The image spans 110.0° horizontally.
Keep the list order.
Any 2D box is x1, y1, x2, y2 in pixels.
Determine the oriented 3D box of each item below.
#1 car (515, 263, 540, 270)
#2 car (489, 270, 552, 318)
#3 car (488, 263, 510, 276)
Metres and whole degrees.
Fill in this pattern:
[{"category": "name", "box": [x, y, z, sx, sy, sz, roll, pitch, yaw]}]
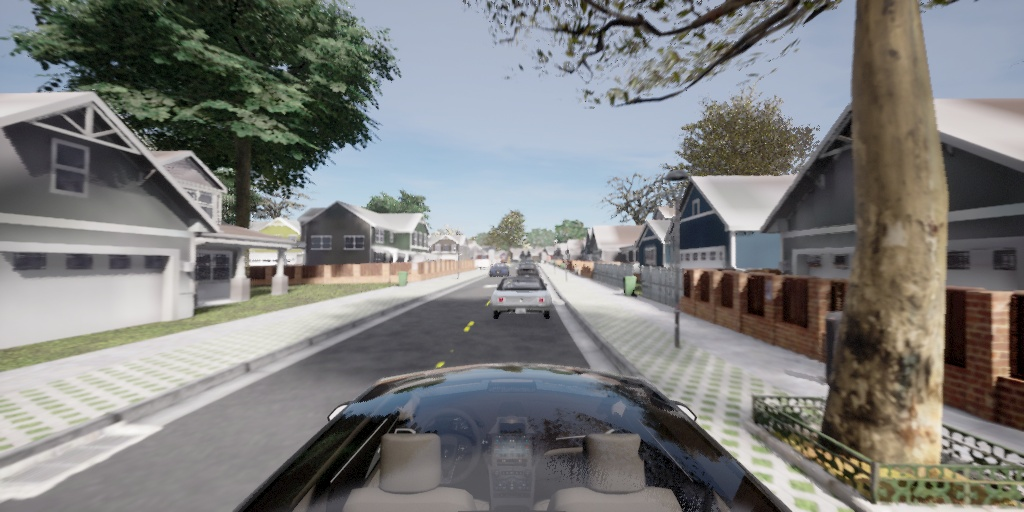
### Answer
[{"category": "car", "box": [1.288, 1.340, 30.107, 1.837, 1.490, 4.892, 0, 0, 4]}, {"category": "car", "box": [0.371, 1.377, 13.090, 1.895, 1.301, 4.718, 0, 0, 3]}, {"category": "car", "box": [-1.237, 1.431, 37.082, 1.994, 1.385, 4.181, 0, 0, 3]}]
